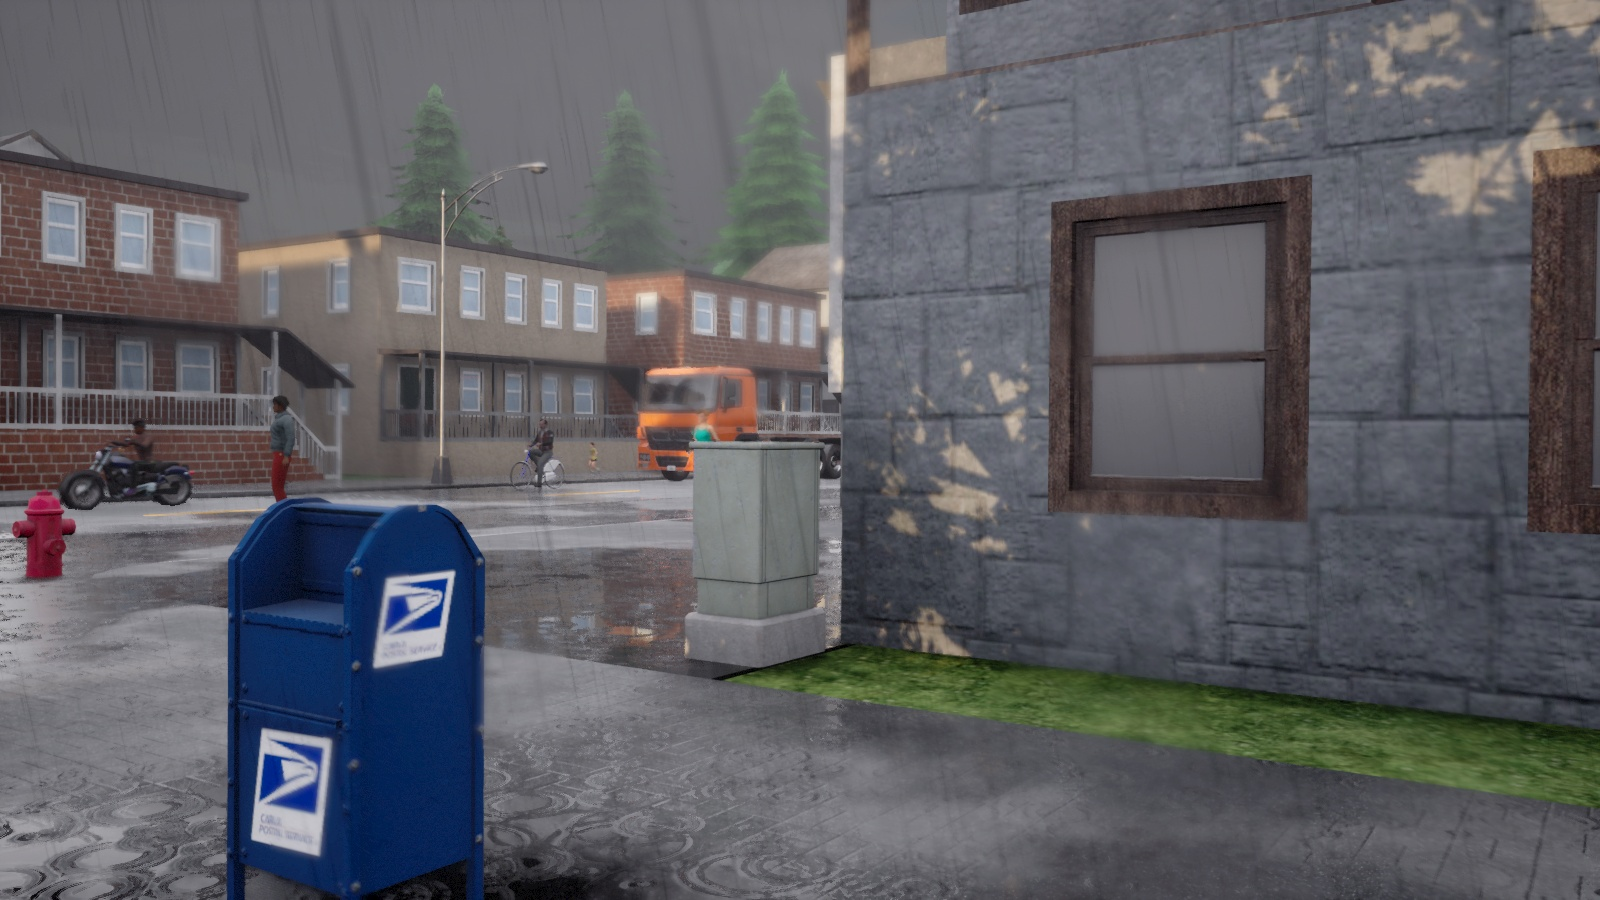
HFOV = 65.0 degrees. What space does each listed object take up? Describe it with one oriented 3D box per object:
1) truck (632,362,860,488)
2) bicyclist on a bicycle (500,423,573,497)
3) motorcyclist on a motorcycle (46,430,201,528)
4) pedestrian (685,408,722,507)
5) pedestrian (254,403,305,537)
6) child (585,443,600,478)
[{"bbox_3d":[-1.438,-0.769,38.798,2.891,3.462,7.936,0,1,33],"label":"truck"},{"bbox_3d":[-6.513,0.236,31.126,0.659,1.776,1.843,0,1,34],"label":"bicyclist on a bicycle"},{"bbox_3d":[-12.139,0.483,22.622,0.766,1.649,2.350,0,1,33],"label":"motorcyclist on a motorcycle"},{"bbox_3d":[-1.804,0.137,23.496,0.345,1.836,0.594,0,1,42],"label":"pedestrian"},{"bbox_3d":[-7.312,0.267,17.629,0.614,1.847,0.353,-1,1,-26],"label":"pedestrian"},{"bbox_3d":[-6.675,0.329,40.481,0.255,1.110,0.394,0,1,37],"label":"child"}]
